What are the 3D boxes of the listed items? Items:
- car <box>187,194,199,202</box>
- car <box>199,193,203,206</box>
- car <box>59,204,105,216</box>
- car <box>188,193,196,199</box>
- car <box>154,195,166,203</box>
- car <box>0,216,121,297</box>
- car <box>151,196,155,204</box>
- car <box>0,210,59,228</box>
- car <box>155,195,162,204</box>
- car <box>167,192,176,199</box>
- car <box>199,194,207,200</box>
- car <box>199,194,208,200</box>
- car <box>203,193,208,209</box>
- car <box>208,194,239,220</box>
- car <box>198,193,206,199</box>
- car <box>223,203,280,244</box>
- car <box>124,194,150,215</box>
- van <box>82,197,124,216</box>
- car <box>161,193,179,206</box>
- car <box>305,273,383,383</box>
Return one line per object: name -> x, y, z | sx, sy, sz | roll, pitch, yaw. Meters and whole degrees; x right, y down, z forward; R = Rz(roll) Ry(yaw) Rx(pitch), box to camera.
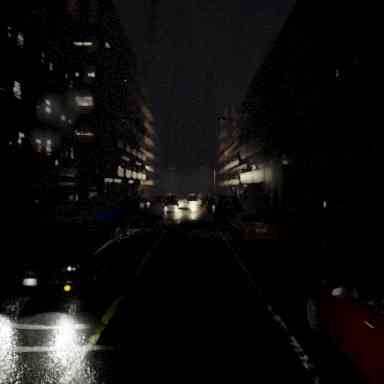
car -> -0.007, 1.238, 65.429 | 1.994, 1.385, 4.181 | 0, 0, 0
car -> 2.344, 1.214, 48.454 | 1.801, 1.575, 5.366 | 0, 0, 0
car -> -5.669, 1.474, 15.049 | 2.008, 1.369, 4.403 | -1, 0, 0
car -> -0.009, 1.013, 79.888 | 1.895, 1.301, 4.718 | 0, 0, 0
car -> -5.707, 1.283, 59.865 | 1.802, 1.307, 4.206 | -1, 0, 0
car -> -3.102, 1.521, 8.359 | 1.994, 1.385, 4.181 | 0, 0, 0
car -> -5.712, 1.363, 37.457 | 2.008, 1.369, 4.403 | -1, 0, 0
car -> -5.670, 1.392, 9.446 | 1.967, 1.590, 4.097 | -1, 0, 0
car -> -5.706, 1.311, 54.263 | 1.802, 1.307, 4.206 | -1, 0, 0
car -> -5.714, 0.852, 93.476 | 2.192, 1.841, 5.009 | -1, 0, 0
car -> 2.671, 1.157, 82.245 | 1.947, 1.339, 4.313 | -1, 0, 0
car -> 2.671, 1.143, 76.813 | 1.752, 1.417, 4.829 | -1, 0, 0
car -> 2.672, 1.127, 37.428 | 2.192, 1.841, 5.009 | -1, 0, 0
car -> 2.674, 1.183, 26.224 | 2.192, 1.841, 5.009 | -1, 0, 0
car -> 2.668, 1.004, 87.847 | 1.967, 1.590, 4.097 | -1, 0, 0
car -> 2.678, 1.448, 15.191 | 1.752, 1.417, 4.829 | -1, 0, 0
car -> -5.697, 1.155, 31.854 | 2.192, 1.841, 5.009 | -1, 0, 0
van -> -5.673, 1.237, 20.650 | 1.690, 1.788, 3.998 | -1, 0, 0
car -> -3.084, 1.253, 50.036 | 1.837, 1.490, 4.892 | 0, 1, 0
car -> 2.680, 1.562, 3.818 | 1.802, 1.307, 4.206 | -1, 0, 0
